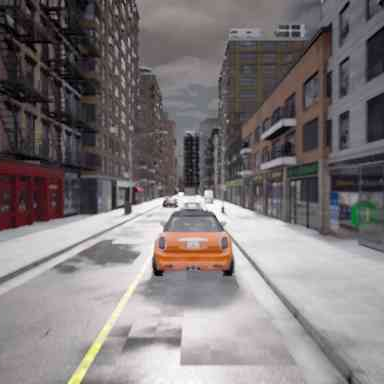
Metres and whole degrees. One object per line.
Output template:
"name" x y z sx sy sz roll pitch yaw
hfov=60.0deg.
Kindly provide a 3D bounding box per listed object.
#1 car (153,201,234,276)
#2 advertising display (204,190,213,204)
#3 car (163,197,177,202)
"car" 0.041 1.324 10.372 2.097 1.767 4.553 0 0 0
"advertising display" 2.873 0.855 56.849 1.540 2.440 0.280 0 0 0
"car" -2.949 1.433 45.158 1.994 1.385 4.181 0 0 0
